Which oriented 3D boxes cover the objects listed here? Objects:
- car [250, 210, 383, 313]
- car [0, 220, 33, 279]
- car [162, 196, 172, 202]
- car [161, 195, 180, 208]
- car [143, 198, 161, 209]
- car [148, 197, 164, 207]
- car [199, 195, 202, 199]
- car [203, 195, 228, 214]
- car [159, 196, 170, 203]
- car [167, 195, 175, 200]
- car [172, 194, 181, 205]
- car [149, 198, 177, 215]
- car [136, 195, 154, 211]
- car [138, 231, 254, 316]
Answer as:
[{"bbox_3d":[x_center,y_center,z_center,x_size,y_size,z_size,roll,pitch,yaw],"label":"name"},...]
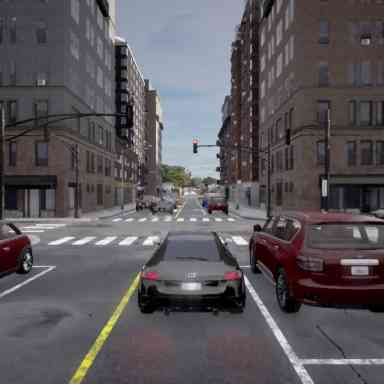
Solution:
[{"bbox_3d":[2.625,1.315,7.595,2.192,1.841,5.009,0,0,0],"label":"car"},{"bbox_3d":[-5.400,1.440,7.581,1.967,1.590,4.097,0,0,0],"label":"car"},{"bbox_3d":[-5.533,1.539,73.162,1.887,1.381,4.507,0,0,0],"label":"car"},{"bbox_3d":[-2.919,1.523,44.031,1.812,1.442,4.674,0,0,0],"label":"car"},{"bbox_3d":[-5.495,1.563,45.643,1.947,1.339,4.313,0,0,0],"label":"car"},{"bbox_3d":[-5.503,1.548,51.147,2.008,1.369,4.403,0,0,0],"label":"car"},{"bbox_3d":[2.599,1.312,51.163,2.192,1.841,5.009,0,0,0],"label":"car"},{"bbox_3d":[2.641,1.313,34.652,2.192,1.841,5.009,0,0,0],"label":"car"},{"bbox_3d":[-5.525,1.540,67.659,1.887,1.381,4.507,0,0,0],"label":"car"},{"bbox_3d":[-5.555,1.575,89.674,1.802,1.307,4.206,0,0,0],"label":"car"},{"bbox_3d":[-2.933,1.349,56.079,2.097,1.767,4.553,0,0,0],"label":"car"},{"bbox_3d":[-2.906,1.562,34.038,1.994,1.385,4.181,0,0,0],"label":"car"},{"bbox_3d":[-5.488,1.313,40.140,2.192,1.841,5.009,0,0,0],"label":"car"},{"bbox_3d":[0.012,1.564,7.617,1.994,1.385,4.181,0,0,1],"label":"car"}]
